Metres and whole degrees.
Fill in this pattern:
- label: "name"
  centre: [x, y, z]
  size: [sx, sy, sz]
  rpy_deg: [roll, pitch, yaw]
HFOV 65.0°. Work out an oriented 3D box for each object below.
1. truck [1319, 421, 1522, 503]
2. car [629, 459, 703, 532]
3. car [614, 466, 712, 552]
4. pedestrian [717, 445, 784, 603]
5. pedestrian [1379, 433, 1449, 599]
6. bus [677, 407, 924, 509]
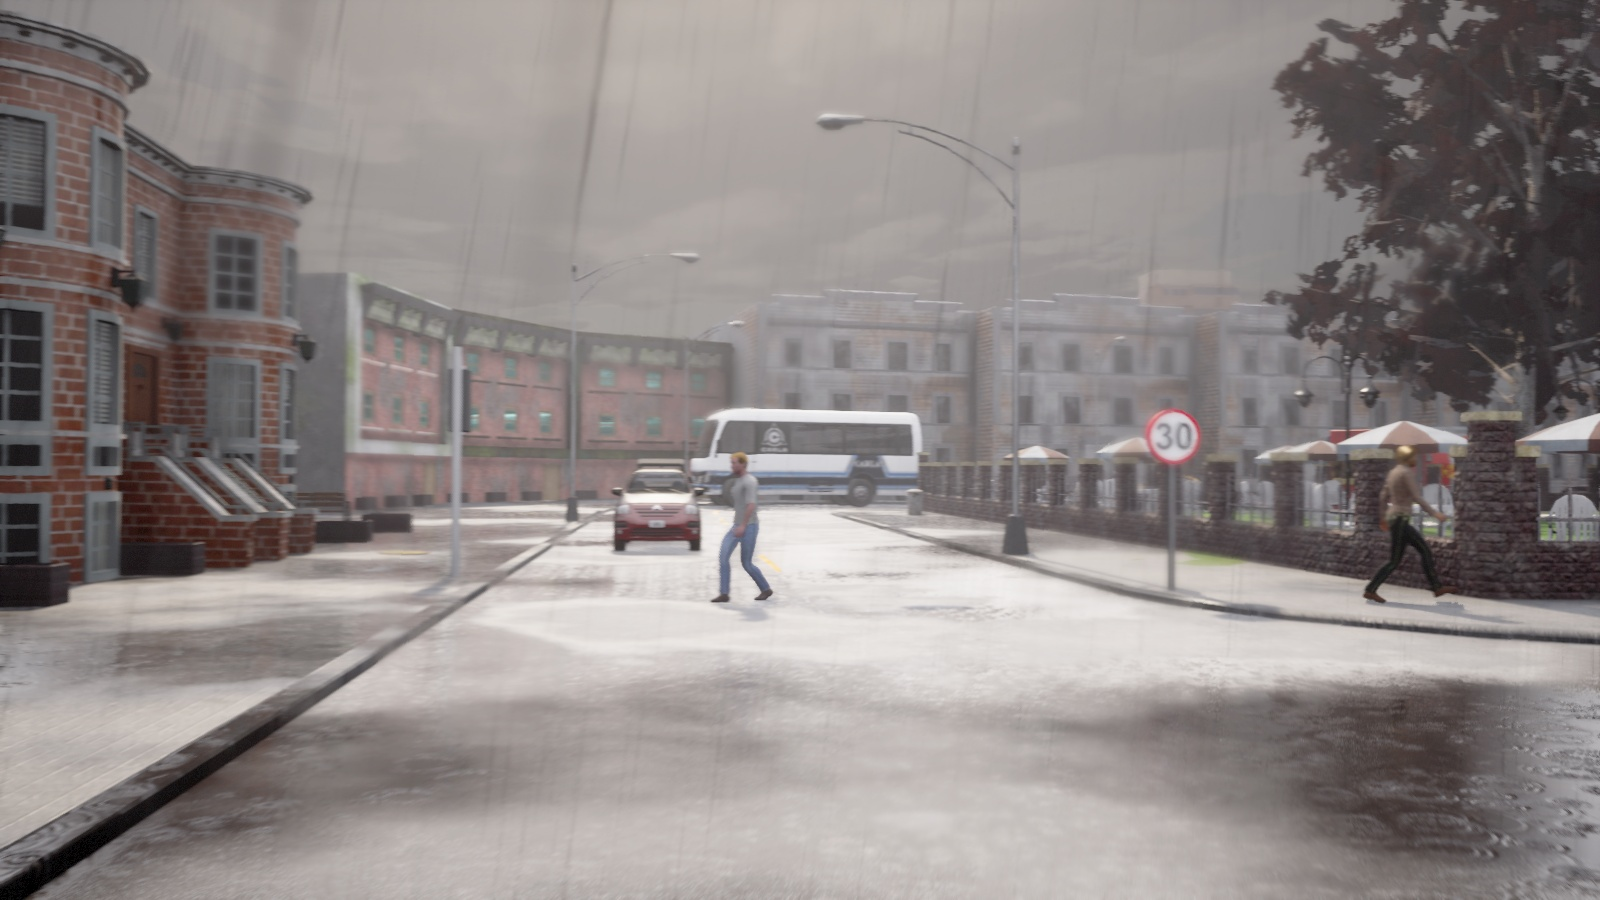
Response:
- label: "truck"
  centre: [29.666, 0.581, 60.239]
  size: [8.468, 3.827, 2.891]
  rpy_deg: [0, -1, -6]
- label: "car"
  centre: [-3.671, 1.200, 34.501]
  size: [1.905, 1.878, 3.866]
  rpy_deg: [0, -1, -6]
- label: "car"
  centre: [-2.779, 1.153, 25.739]
  size: [1.851, 1.617, 3.988]
  rpy_deg: [0, -1, -6]
- label: "pedestrian"
  centre: [-0.590, 0.860, 14.912]
  size: [0.706, 1.836, 0.354]
  rpy_deg: [0, -1, -29]
- label: "pedestrian"
  centre: [6.938, 0.743, 14.199]
  size: [0.634, 1.846, 0.331]
  rpy_deg: [0, -1, 11]
- label: "bus"
  centre: [-0.022, 0.366, 55.677]
  size: [10.273, 4.253, 3.944]
  rpy_deg: [0, -1, -16]
